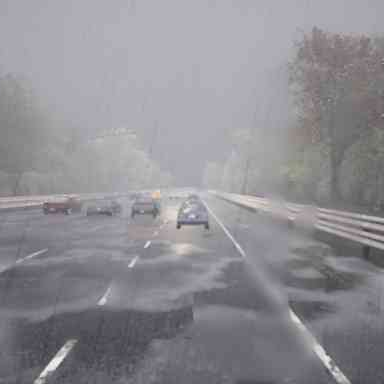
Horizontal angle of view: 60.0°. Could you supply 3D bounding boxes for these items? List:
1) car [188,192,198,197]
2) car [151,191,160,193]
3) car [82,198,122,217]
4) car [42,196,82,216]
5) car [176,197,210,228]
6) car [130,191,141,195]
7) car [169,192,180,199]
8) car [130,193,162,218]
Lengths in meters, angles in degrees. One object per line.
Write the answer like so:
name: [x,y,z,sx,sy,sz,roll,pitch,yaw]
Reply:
car: [0.237,0.684,63.631,1.895,1.301,4.718,0,1,1]
car: [-6.775,0.578,62.434,1.882,1.535,5.008,0,1,1]
car: [-6.911,1.176,26.618,1.994,1.385,4.181,0,1,0]
car: [-10.408,1.080,27.256,1.882,1.535,5.008,0,1,0]
car: [0.059,1.262,19.501,2.033,1.411,5.357,0,1,0]
car: [-10.282,0.617,61.659,1.837,1.490,4.892,0,1,1]
car: [-3.264,0.685,63.543,1.895,1.301,4.718,0,1,1]
car: [-3.413,1.123,25.380,2.128,1.511,4.902,0,1,0]
